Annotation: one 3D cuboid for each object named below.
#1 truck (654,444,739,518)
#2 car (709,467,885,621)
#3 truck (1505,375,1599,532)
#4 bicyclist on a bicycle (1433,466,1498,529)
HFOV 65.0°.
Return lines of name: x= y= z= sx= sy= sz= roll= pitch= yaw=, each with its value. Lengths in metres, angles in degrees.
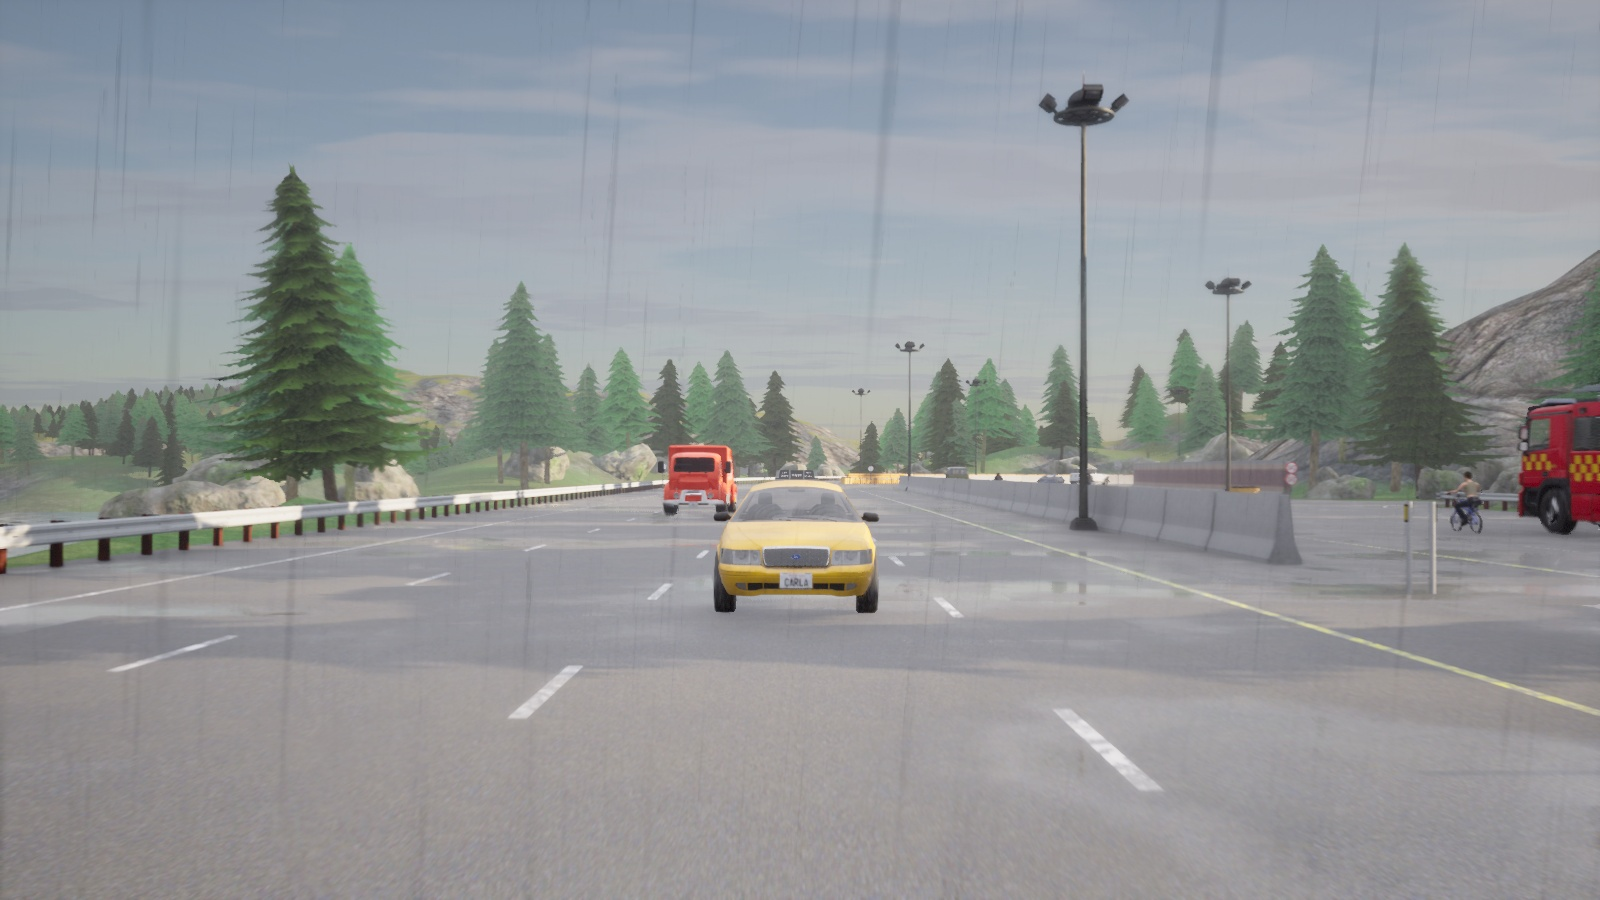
truck: x=-3.606 y=1.099 z=44.982 sx=2.627 sy=2.467 sz=5.204 roll=0 pitch=-1 yaw=0
car: x=-0.036 y=1.015 z=15.604 sx=1.801 sy=1.575 sz=5.366 roll=0 pitch=-1 yaw=0
truck: x=20.924 y=0.076 z=30.418 sx=2.891 sy=3.827 sz=8.468 roll=0 pitch=-1 yaw=0
bicyclist on a bicycle: x=17.428 y=1.232 z=32.912 sx=0.866 sy=1.612 sz=1.509 roll=0 pitch=-1 yaw=0
